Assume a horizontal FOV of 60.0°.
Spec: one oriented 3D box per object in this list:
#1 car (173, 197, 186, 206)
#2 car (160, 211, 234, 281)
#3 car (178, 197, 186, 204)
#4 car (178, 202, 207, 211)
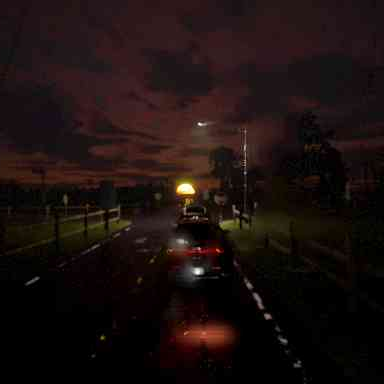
[{"bbox_3d":[-2.534,1.944,64.589,1.994,1.385,4.181,0,0,1],"label":"car"},{"bbox_3d":[0.132,1.554,9.970,1.837,1.490,4.892,0,0,0],"label":"car"},{"bbox_3d":[-2.453,1.988,80.558,1.837,1.490,4.892,0,0,0],"label":"car"},{"bbox_3d":[0.217,1.606,20.124,1.837,1.490,4.892,0,0,2],"label":"car"}]
